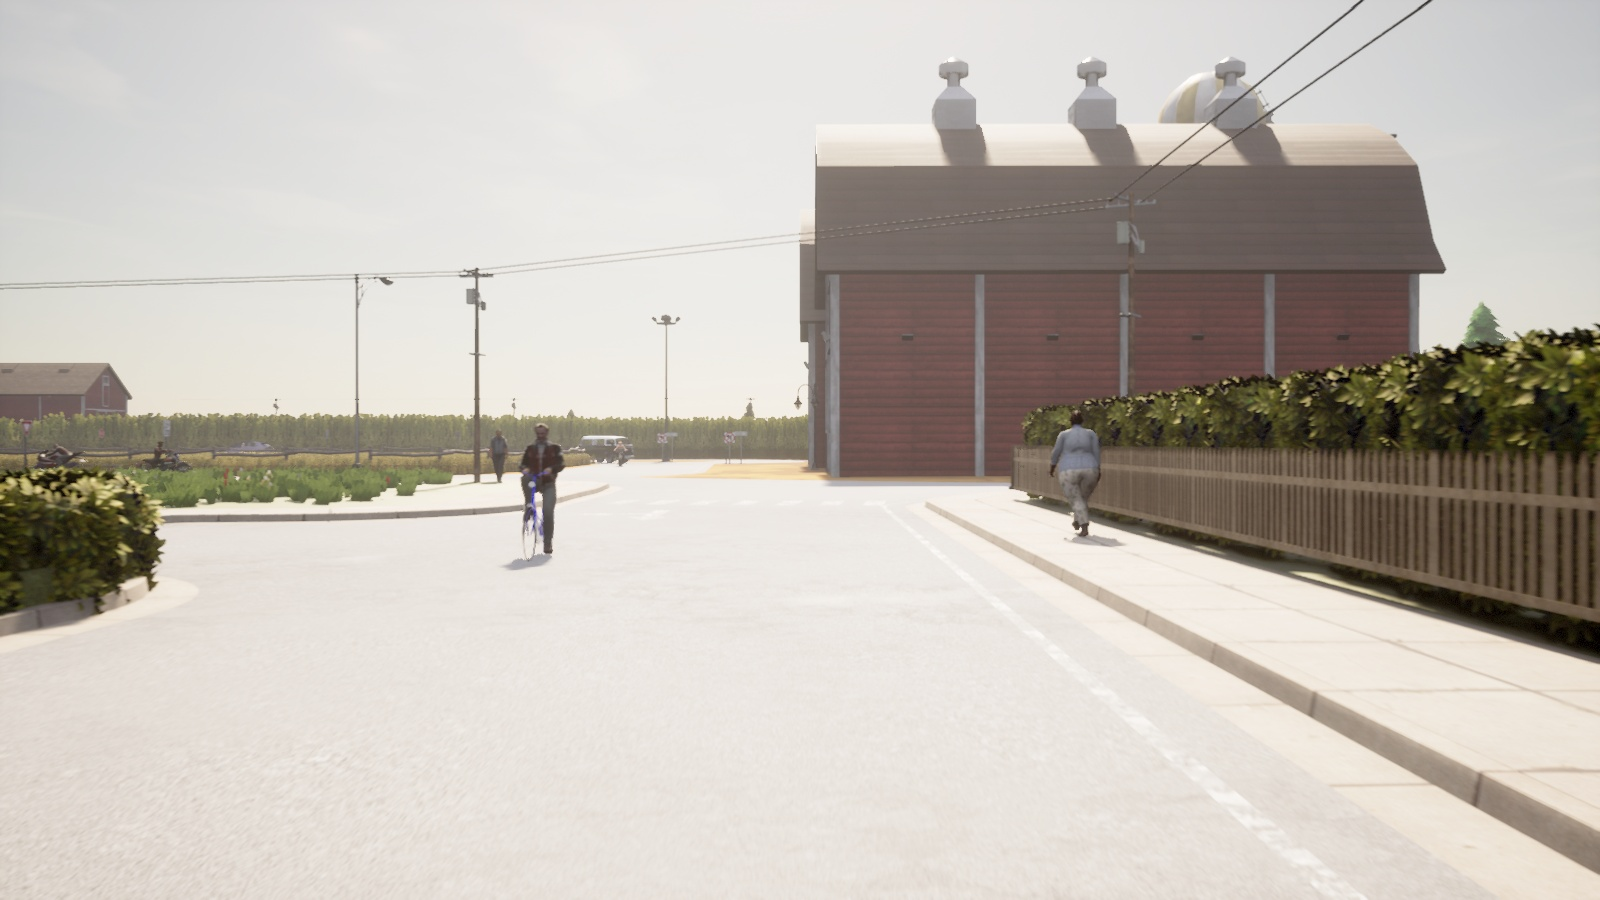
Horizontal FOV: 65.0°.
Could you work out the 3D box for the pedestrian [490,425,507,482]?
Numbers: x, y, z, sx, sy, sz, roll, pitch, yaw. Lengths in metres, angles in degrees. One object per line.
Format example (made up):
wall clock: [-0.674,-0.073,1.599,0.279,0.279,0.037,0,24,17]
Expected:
pedestrian: [-9.842,0.118,41.050,0.540,1.848,0.694,0,0,-13]

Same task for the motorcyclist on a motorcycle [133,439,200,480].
motorcyclist on a motorcycle: [-25.978,0.386,51.485,2.350,1.649,0.766,0,0,0]

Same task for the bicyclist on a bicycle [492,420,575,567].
bicyclist on a bicycle: [-3.393,0.523,16.122,0.659,1.776,1.843,0,0,0]

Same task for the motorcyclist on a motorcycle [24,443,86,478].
motorcyclist on a motorcycle: [-32.628,0.445,55.023,2.191,1.530,0.866,0,0,0]

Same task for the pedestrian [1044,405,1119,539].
pedestrian: [3.997,0.304,17.903,0.874,1.855,0.900,0,0,1]

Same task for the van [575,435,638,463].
van: [-14.298,-0.061,92.719,4.480,2.038,2.069,0,0,36]
